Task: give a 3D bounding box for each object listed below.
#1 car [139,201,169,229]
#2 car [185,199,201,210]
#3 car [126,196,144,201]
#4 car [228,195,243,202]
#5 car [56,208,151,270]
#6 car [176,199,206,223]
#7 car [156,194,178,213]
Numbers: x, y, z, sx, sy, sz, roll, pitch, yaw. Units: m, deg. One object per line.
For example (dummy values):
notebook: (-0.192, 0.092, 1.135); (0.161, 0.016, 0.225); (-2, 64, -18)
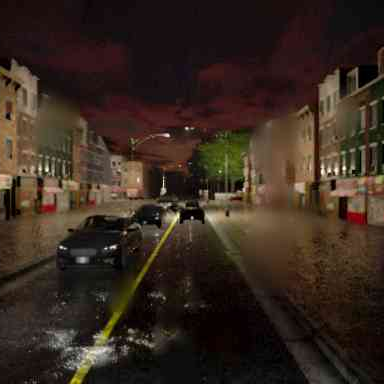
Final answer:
car: (-2.791, 1.554, 22.220); (1.812, 1.442, 4.674); (0, 0, 1)
car: (0.086, 1.628, 44.066); (1.994, 1.385, 4.181); (0, 0, 0)
car: (-14.704, 1.566, 86.154); (4.507, 1.381, 1.887); (1, -1, 0)
car: (11.727, 1.620, 86.064); (5.009, 1.841, 2.192); (1, -1, 0)
car: (-2.843, 1.502, 11.096); (2.128, 1.511, 4.902); (0, 0, 0)
car: (0.035, 1.540, 25.550); (1.837, 1.490, 4.892); (0, 0, 1)
car: (-2.772, 1.279, 37.829); (2.150, 2.045, 5.566); (0, -1, 1)
